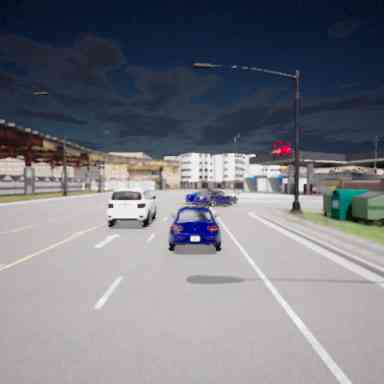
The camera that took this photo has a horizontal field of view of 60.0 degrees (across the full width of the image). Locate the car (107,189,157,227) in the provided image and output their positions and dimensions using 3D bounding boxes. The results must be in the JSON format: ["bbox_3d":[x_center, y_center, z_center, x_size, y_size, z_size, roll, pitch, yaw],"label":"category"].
[{"bbox_3d":[-3.397,0.811,19.577,2.150,2.045,5.566,0,1,0],"label":"car"}]

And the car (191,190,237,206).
[{"bbox_3d":[2.498,0.596,33.728,4.553,1.767,2.097,-1,3,-44],"label":"car"}]

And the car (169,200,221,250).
[{"bbox_3d":[0.103,1.277,12.938,1.812,1.442,4.674,0,1,0],"label":"car"}]

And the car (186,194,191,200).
[{"bbox_3d":[1.842,0.619,37.936,5.008,1.535,1.882,0,-1,-14],"label":"car"}]
